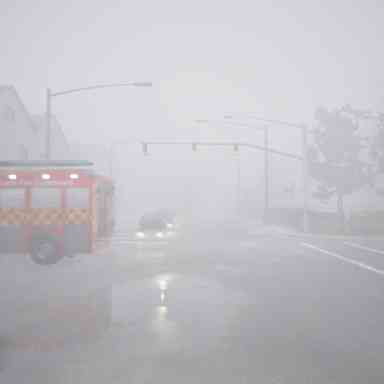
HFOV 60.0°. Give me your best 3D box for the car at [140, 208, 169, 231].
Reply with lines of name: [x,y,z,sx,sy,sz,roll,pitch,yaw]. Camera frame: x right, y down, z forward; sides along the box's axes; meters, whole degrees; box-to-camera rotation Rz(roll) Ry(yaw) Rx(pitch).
car: [-3.377,2.503,29.402,1.882,1.535,5.008,0,-2,1]

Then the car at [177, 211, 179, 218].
car: [-3.166,3.454,54.927,1.812,1.442,4.674,0,-2,0]

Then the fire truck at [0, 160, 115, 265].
fire truck: [-7.607,0.761,13.263,8.468,3.827,2.891,0,-3,1]

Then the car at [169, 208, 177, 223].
car: [-3.300,2.730,39.363,2.097,1.767,4.553,0,-2,0]
